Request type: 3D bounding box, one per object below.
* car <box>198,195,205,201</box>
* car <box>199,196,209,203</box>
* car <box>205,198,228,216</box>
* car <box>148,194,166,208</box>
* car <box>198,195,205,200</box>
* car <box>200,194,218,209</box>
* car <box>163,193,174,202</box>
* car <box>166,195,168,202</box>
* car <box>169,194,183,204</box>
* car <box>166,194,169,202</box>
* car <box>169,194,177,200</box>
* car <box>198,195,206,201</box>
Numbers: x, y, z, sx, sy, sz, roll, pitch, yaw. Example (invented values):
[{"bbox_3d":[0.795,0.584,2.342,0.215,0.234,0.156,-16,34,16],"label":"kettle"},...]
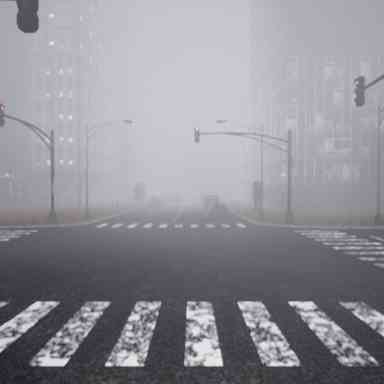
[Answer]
[{"bbox_3d":[2.538,1.473,87.527,1.752,1.417,4.829,-1,0,0],"label":"car"},{"bbox_3d":[2.541,1.507,70.783,1.887,1.381,4.507,-1,0,0],"label":"car"},{"bbox_3d":[2.516,1.569,32.111,1.802,1.307,4.206,-1,0,0],"label":"car"},{"bbox_3d":[-5.336,1.418,48.659,1.967,1.590,4.097,-1,0,0],"label":"car"},{"bbox_3d":[2.537,1.488,92.881,1.887,1.381,4.507,-1,0,0],"label":"car"},{"bbox_3d":[2.531,1.297,43.161,2.192,1.841,5.009,-1,0,0],"label":"car"},{"bbox_3d":[-5.343,1.273,76.281,2.192,1.841,5.009,-1,0,0],"label":"car"},{"bbox_3d":[-5.335,1.557,54.183,1.802,1.307,4.206,-1,0,0],"label":"car"},{"bbox_3d":[-2.762,1.319,64.375,2.097,1.767,4.553,0,0,0],"label":"car"},{"bbox_3d":[-5.341,1.402,70.757,1.967,1.590,4.097,-1,0,0],"label":"car"},{"bbox_3d":[-5.345,1.383,92.855,1.967,1.590,4.097,-1,0,0],"label":"car"},{"bbox_3d":[2.540,1.535,81.832,1.802,1.307,4.206,-1,0,0],"label":"car"}]
